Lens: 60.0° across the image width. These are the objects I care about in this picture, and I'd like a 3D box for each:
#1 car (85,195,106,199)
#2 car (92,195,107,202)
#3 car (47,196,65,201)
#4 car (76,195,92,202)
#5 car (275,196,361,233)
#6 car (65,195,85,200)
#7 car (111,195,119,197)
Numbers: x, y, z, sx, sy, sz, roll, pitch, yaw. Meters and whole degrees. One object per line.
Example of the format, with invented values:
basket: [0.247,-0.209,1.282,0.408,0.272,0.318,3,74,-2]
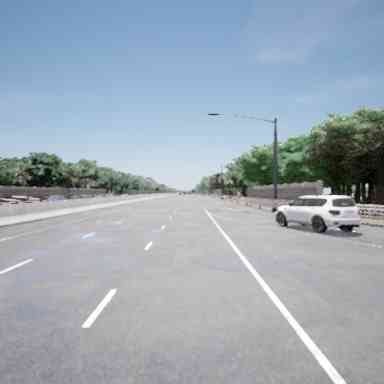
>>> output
car: [-17.716,1.549,61.541,1.895,1.301,4.718,0,0,0]
car: [-21.308,1.480,77.035,2.033,1.411,5.357,0,0,0]
car: [-24.714,1.426,60.704,1.882,1.535,5.008,0,0,0]
car: [-24.804,1.480,76.490,2.033,1.411,5.357,0,0,0]
car: [7.255,1.227,19.791,2.150,2.045,5.566,0,0,-21]
car: [-21.218,1.451,61.445,1.837,1.490,4.892,0,0,0]
car: [-17.808,1.493,77.147,1.994,1.385,4.181,0,0,0]
